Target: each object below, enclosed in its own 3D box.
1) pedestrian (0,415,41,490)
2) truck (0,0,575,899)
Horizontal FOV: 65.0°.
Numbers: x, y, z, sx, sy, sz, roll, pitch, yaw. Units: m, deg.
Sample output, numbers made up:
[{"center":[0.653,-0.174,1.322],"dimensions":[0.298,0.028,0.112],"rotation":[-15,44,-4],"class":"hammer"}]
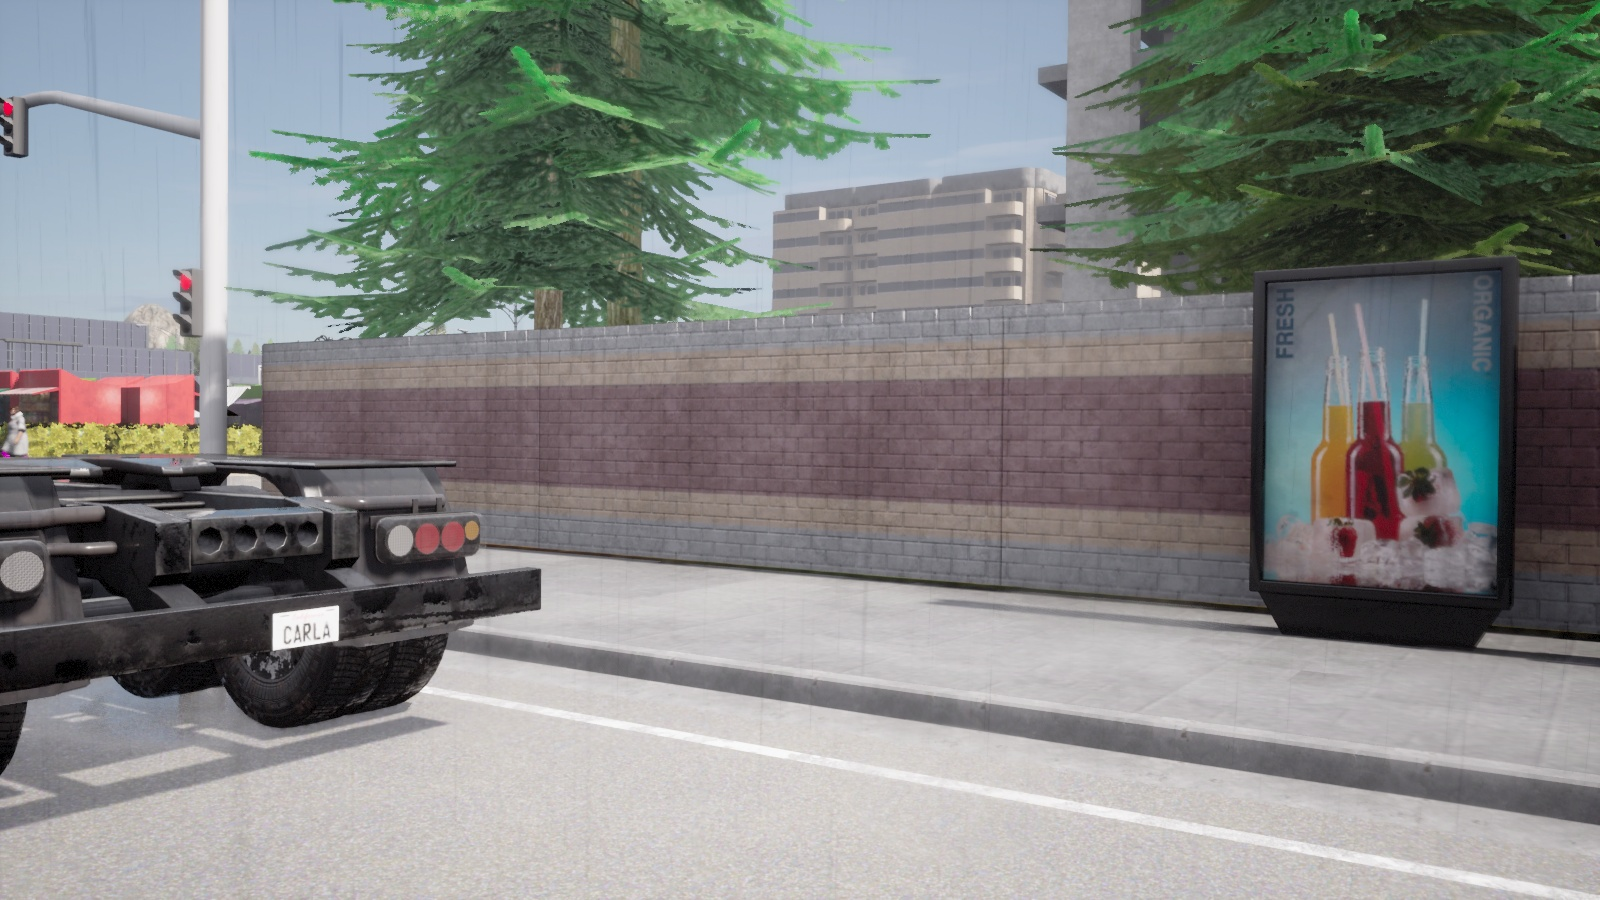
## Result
[{"center":[-20.714,0.064,33.198],"dimensions":[0.659,1.952,0.873],"rotation":[0,1,33],"class":"pedestrian"},{"center":[-5.216,-0.300,7.067],"dimensions":[7.936,3.462,2.891],"rotation":[0,1,34],"class":"truck"}]
